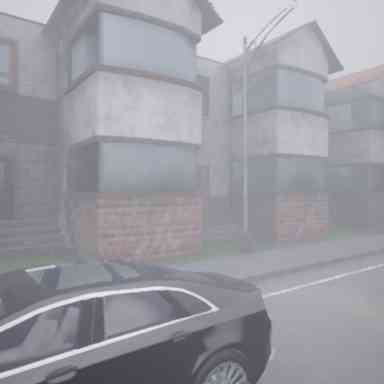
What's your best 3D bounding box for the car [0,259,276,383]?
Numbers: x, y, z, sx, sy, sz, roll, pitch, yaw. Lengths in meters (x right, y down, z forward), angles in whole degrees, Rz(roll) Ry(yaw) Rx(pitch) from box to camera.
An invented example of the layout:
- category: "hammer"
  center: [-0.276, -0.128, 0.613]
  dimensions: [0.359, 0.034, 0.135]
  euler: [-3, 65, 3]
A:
- category: "car"
  center: [-1.365, 1.492, 3.015]
  dimensions: [4.902, 1.511, 2.128]
  euler: [0, 0, -35]
